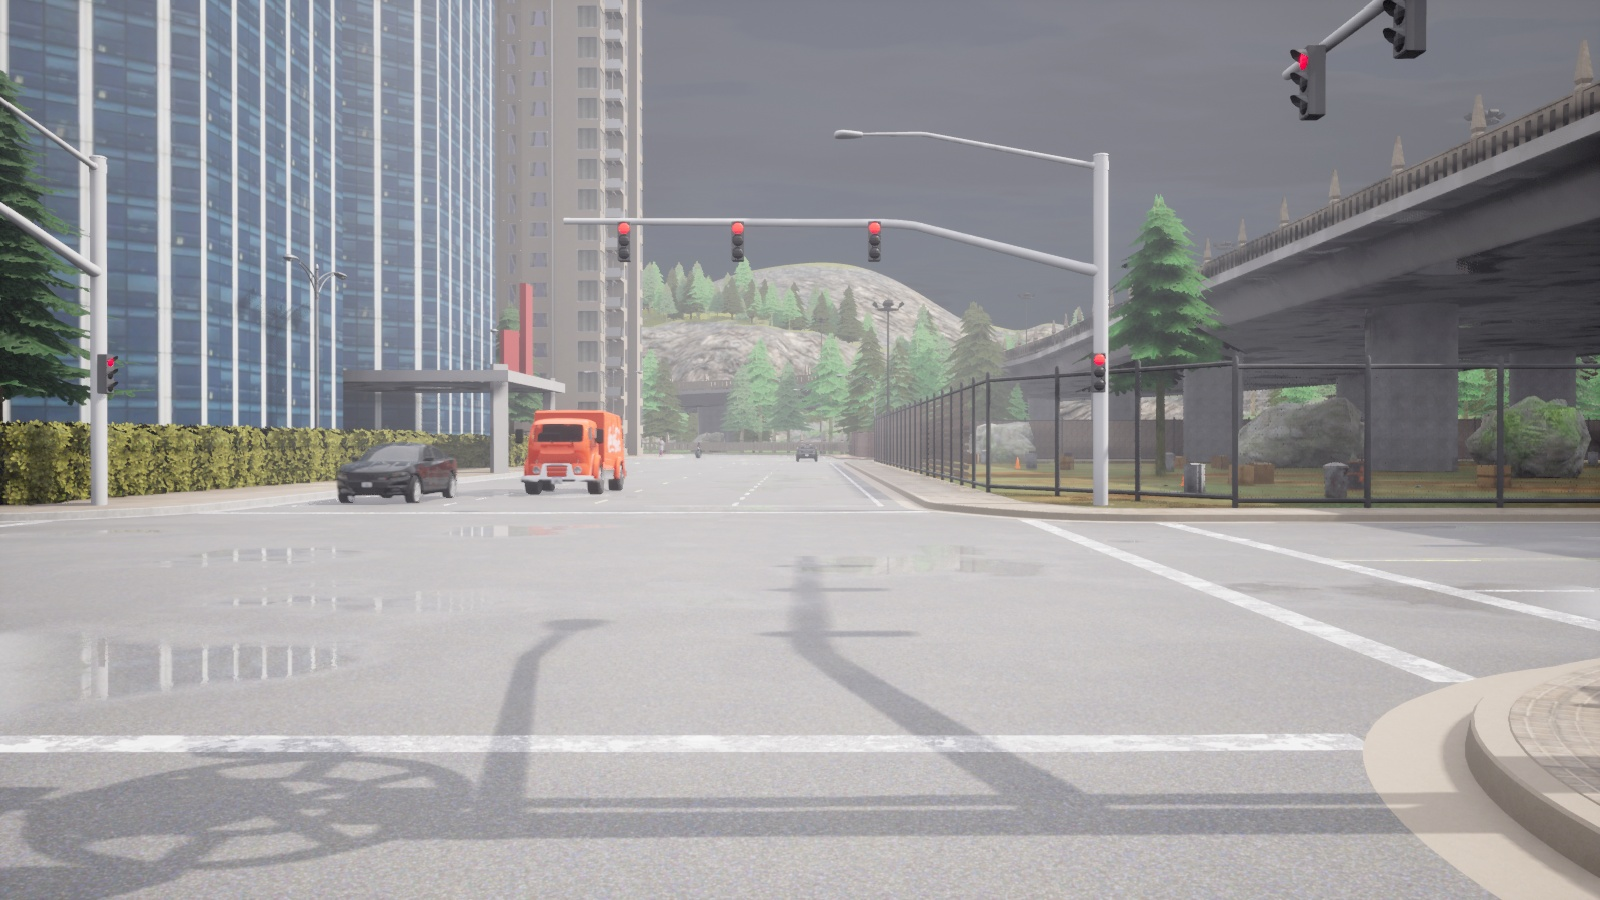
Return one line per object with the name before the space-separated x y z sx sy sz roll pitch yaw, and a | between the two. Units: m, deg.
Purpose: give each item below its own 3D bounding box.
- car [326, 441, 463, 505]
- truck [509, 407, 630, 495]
car | -10.314 0.533 32.358 1.882 1.535 5.008 0 0 0
truck | -6.783 0.055 37.626 2.627 2.467 5.204 0 -1 0
